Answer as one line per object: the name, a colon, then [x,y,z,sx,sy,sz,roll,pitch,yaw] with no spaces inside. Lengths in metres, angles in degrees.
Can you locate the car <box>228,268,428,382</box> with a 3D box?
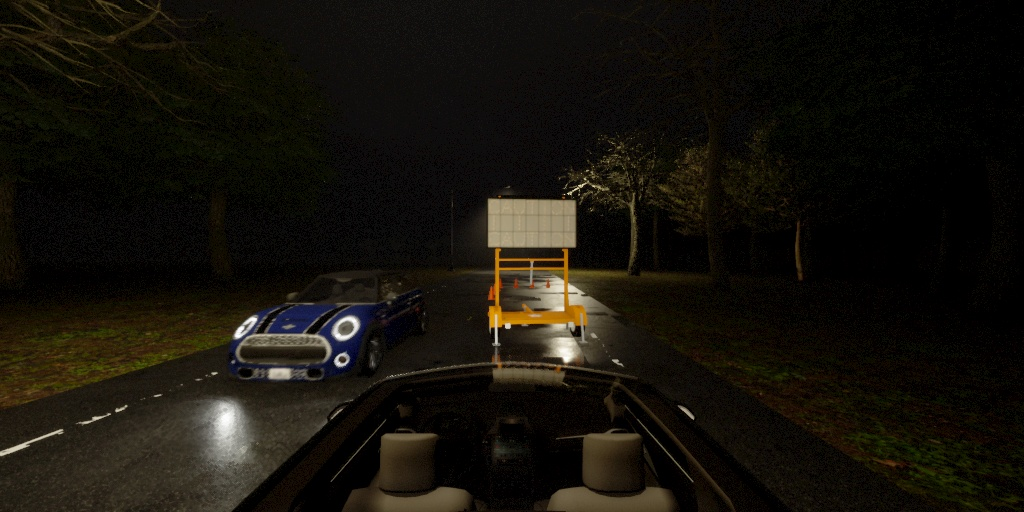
car: [-3.264,1.100,7.393,2.097,1.767,4.553,0,0,2]

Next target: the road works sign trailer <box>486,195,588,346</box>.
road works sign trailer: [0.505,0.212,9.513,2.380,3.560,2.880,0,0,-6]
